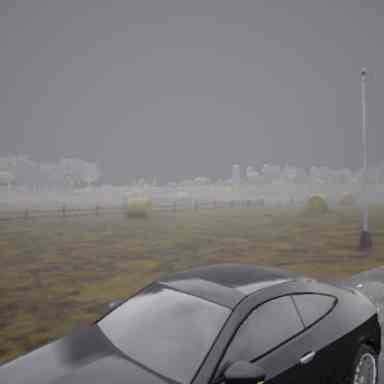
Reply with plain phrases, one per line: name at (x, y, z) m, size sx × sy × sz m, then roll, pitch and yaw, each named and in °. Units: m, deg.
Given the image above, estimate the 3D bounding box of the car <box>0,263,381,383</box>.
car at (0.192, 1.543, 3.232) m, size 4.674 × 1.442 × 1.812 m, roll 0°, pitch 0°, yaw -40°
